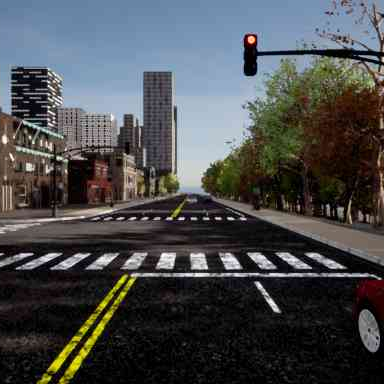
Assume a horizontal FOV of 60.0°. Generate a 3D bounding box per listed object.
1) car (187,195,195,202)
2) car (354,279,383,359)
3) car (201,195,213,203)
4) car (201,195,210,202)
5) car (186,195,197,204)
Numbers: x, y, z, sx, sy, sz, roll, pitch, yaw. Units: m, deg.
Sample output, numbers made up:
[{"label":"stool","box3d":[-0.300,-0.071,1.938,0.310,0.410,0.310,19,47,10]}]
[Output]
[{"label":"car","box3d":[-0.196,1.469,77.366,1.837,1.490,4.892,0,0,0]},{"label":"car","box3d":[3.342,1.477,2.948,1.882,1.535,5.008,0,0,0]},{"label":"car","box3d":[3.181,1.523,65.814,2.033,1.411,5.357,0,0,0]},{"label":"car","box3d":[3.059,1.470,76.308,1.837,1.490,4.892,0,0,0]},{"label":"car","box3d":[-0.058,1.578,61.407,1.895,1.301,4.718,0,0,0]}]
